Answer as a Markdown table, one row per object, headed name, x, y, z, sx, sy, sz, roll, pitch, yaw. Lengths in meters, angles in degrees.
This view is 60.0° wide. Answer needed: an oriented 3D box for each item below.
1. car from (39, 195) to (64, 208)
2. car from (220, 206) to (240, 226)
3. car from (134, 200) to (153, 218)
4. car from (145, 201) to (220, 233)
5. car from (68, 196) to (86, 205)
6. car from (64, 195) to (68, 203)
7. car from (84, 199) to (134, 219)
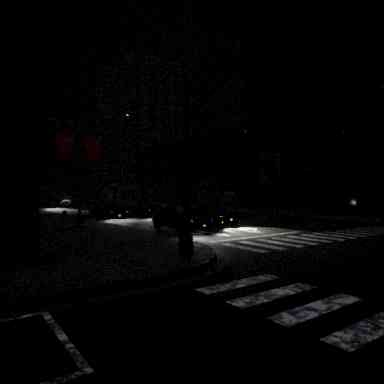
| name | x | y | z | sx | sy | sz | roll | pitch | yaw |
| --- | --- | --- | --- | --- | --- | --- | --- | --- | --- |
| car | -19.986 | 1.422 | 46.466 | 2.128 | 1.511 | 4.902 | 0 | 0 | -35 |
| car | 1.291 | 1.537 | 22.346 | 1.994 | 1.385 | 4.181 | 0 | 0 | -36 |
| car | -4.123 | 1.464 | 29.869 | 1.837 | 1.490 | 4.892 | 0 | 0 | -36 |
| car | -0.689 | 1.505 | 19.568 | 1.812 | 1.442 | 4.674 | 0 | 0 | -36 |
| car | -19.097 | 1.510 | 56.570 | 1.895 | 1.301 | 4.718 | 0 | 0 | -36 |
| car | -25.171 | 1.380 | 64.998 | 2.128 | 1.511 | 4.902 | 0 | 0 | -36 |
| car | -7.291 | 1.510 | 28.712 | 2.033 | 1.411 | 5.357 | 0 | 0 | -35 |
